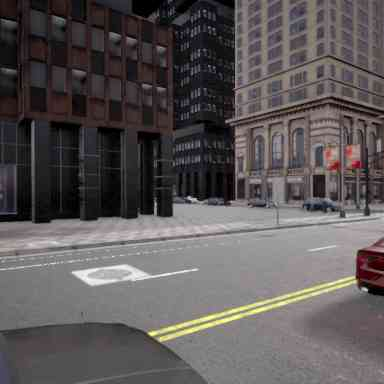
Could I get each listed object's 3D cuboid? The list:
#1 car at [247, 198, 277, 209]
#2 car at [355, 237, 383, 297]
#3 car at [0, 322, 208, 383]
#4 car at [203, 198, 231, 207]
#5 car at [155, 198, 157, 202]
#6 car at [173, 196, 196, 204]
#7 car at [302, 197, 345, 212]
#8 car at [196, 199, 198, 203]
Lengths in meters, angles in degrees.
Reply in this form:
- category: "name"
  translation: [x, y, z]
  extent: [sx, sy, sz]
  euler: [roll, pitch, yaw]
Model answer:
- category: "car"
  translation: [9.665, 1.525, 45.348]
  extent: [2.128, 1.511, 4.902]
  euler: [0, 0, -35]
- category: "car"
  translation: [5.665, 1.477, 7.480]
  extent: [5.008, 1.535, 1.882]
  euler: [0, 0, -36]
- category: "car"
  translation: [-2.352, 1.548, 1.767]
  extent: [5.357, 1.411, 2.033]
  euler: [0, 0, -35]
- category: "car"
  translation: [3.976, 1.593, 53.415]
  extent: [2.033, 1.411, 5.357]
  euler: [0, 0, -35]
- category: "car"
  translation: [-6.704, 1.595, 73.898]
  extent: [2.128, 1.511, 4.902]
  euler: [0, 0, -35]
- category: "car"
  translation: [-2.132, 1.607, 62.125]
  extent: [2.033, 1.411, 5.357]
  euler: [0, 0, -35]
- category: "car"
  translation: [14.939, 1.376, 37.881]
  extent: [2.097, 1.767, 4.553]
  euler: [0, 0, -35]
- category: "car"
  translation: [-0.708, 1.579, 65.587]
  extent: [1.812, 1.442, 4.674]
  euler: [0, 0, -35]
